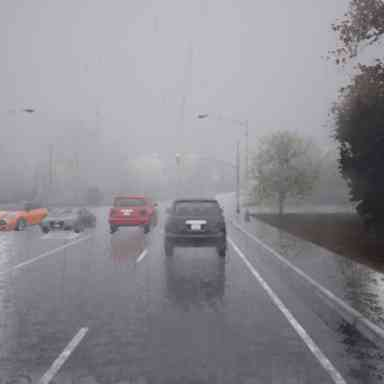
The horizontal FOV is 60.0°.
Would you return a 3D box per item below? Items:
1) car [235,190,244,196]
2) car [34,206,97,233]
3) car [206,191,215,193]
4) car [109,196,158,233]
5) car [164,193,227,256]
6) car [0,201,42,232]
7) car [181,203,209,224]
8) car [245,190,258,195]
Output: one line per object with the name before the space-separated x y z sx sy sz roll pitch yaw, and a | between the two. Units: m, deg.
car | 13.478 0.093 90.853 2.097 1.767 4.553 0 3 33
car | -7.019 1.565 19.304 1.994 1.385 4.181 0 0 1
car | 4.797 0.587 89.697 2.128 1.511 4.902 0 3 28
car | -3.345 1.224 19.847 2.150 2.045 5.566 0 0 1
car | 0.109 1.213 13.306 2.150 2.045 5.566 0 0 0
car | -10.505 1.355 19.985 2.097 1.767 4.553 0 0 1
car | 0.286 1.581 25.903 1.994 1.385 4.181 0 0 2
car | 16.825 0.295 89.620 1.895 1.301 4.718 0 3 33
